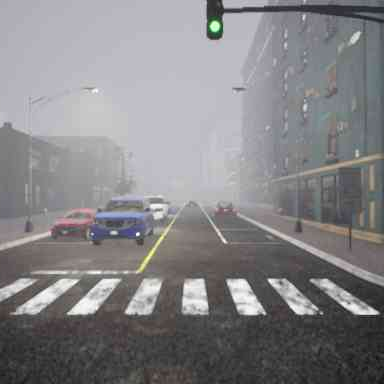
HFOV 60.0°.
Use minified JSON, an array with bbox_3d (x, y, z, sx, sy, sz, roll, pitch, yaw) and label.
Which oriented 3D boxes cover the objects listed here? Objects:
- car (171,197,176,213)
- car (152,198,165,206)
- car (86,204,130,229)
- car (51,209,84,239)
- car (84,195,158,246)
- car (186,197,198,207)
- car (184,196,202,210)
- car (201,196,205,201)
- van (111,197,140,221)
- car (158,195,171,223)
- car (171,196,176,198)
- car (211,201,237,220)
[{"bbox_3d":[-3.084,1.603,36.413,1.812,1.442,4.674,0,0,0],"label":"car"},{"bbox_3d":[-5.674,1.704,57.120,1.802,1.307,4.206,1,0,0],"label":"car"},{"bbox_3d":[-5.676,1.593,22.999,1.887,1.381,4.507,1,0,0],"label":"car"},{"bbox_3d":[-5.752,1.581,17.318,1.887,1.381,4.507,1,0,0],"label":"car"},{"bbox_3d":[-3.089,1.255,15.877,2.150,2.045,5.566,0,0,0],"label":"car"},{"bbox_3d":[0.002,1.624,55.412,1.837,1.490,4.892,0,0,0],"label":"car"},{"bbox_3d":[0.002,1.622,45.404,1.812,1.442,4.674,0,0,0],"label":"car"},{"bbox_3d":[2.708,1.726,91.471,1.752,1.417,4.829,1,0,0],"label":"car"},{"bbox_3d":[-5.671,1.402,28.687,1.690,1.788,3.998,1,0,0],"label":"van"},{"bbox_3d":[-3.088,1.277,26.243,2.150,2.045,5.566,0,0,0],"label":"car"},{"bbox_3d":[-5.671,1.627,85.553,1.967,1.590,4.097,1,0,0],"label":"car"},{"bbox_3d":[2.707,1.501,28.747,1.967,1.590,4.097,1,0,0],"label":"car"}]
